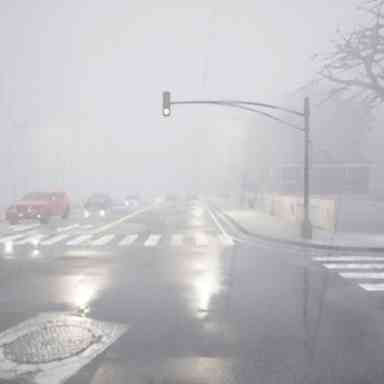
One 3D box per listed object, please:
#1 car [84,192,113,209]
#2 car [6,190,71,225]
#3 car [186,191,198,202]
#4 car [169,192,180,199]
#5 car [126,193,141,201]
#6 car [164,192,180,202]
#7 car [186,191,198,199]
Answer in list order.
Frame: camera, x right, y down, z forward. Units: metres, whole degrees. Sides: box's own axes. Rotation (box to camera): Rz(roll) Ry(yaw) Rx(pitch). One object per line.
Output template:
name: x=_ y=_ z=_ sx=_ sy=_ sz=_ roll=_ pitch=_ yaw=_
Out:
car: x=-9.840 y=0.845 z=35.260 sx=2.097 sy=1.767 sz=4.553 roll=0 pitch=1 yaw=0
car: x=-9.854 y=0.923 z=21.926 sx=2.150 sy=2.045 sz=5.566 roll=0 pitch=1 yaw=0
car: x=-0.010 y=0.749 z=52.632 sx=1.812 sy=1.442 sz=4.674 roll=0 pitch=1 yaw=0
car: x=-3.262 y=0.639 z=62.635 sx=1.994 sy=1.385 sz=4.181 roll=0 pitch=1 yaw=0
car: x=-9.772 y=0.784 z=55.425 sx=1.895 sy=1.301 sz=4.718 roll=0 pitch=1 yaw=0
car: x=-3.260 y=0.824 z=52.663 sx=1.895 sy=1.301 sz=4.718 roll=0 pitch=1 yaw=0
car: x=-0.012 y=0.566 z=62.635 sx=2.128 sy=1.511 sz=4.902 roll=0 pitch=1 yaw=0
